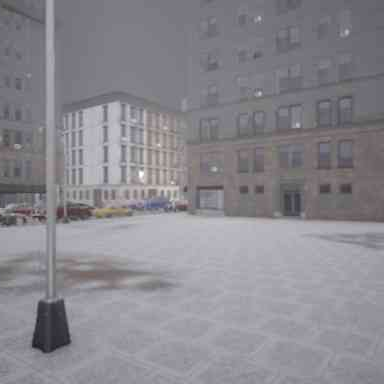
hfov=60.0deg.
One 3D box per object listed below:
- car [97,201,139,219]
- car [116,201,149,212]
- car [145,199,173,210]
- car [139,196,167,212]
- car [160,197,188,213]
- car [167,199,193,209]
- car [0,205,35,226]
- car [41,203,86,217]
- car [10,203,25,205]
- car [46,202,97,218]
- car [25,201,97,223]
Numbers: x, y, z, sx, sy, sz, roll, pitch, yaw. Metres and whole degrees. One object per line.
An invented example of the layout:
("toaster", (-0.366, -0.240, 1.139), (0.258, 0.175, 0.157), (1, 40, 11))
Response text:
("car", (-7.860, 1.868, 33.145), (1.752, 1.417, 4.829), (-1, 0, 36))
("car", (-8.189, 1.951, 46.474), (1.887, 1.381, 4.507), (-1, 0, 36))
("car", (-5.042, 1.849, 50.874), (1.967, 1.590, 4.097), (-1, 0, 36))
("car", (-5.326, 1.610, 46.083), (2.150, 2.045, 5.566), (-1, 0, 36))
("car", (-1.664, 1.786, 41.804), (1.967, 1.590, 4.097), (-1, 0, 36))
("car", (-1.992, 1.936, 55.134), (1.752, 1.417, 4.829), (-1, 0, 36))
("car", (-14.255, 1.889, 24.208), (2.008, 1.369, 4.403), (-1, 0, 36))
("car", (-14.485, 1.953, 37.677), (2.008, 1.369, 4.403), (-1, 0, 36))
("car", (-17.634, 1.840, 33.278), (1.967, 1.590, 4.097), (-1, 0, 36))
("car", (-12.819, 1.888, 35.648), (1.837, 1.490, 4.892), (-1, 0, 36))
("car", (-11.109, 1.655, 28.608), (2.192, 1.841, 5.009), (-1, 0, 36))
